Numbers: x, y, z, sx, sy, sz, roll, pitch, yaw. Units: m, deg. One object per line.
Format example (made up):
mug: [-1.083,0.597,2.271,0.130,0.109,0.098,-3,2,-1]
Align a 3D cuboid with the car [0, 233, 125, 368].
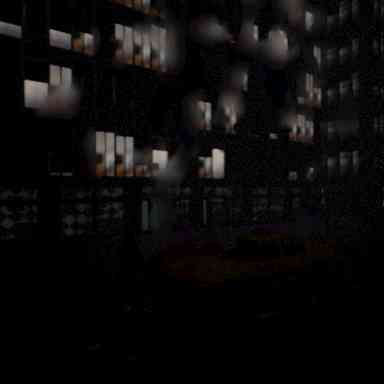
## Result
car: [-3.081,1.440,4.371,4.097,1.590,1.967,0,-1,-36]

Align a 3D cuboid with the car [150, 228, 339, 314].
car: [1.407,1.534,7.573,4.829,1.417,1.752,0,-1,-36]
